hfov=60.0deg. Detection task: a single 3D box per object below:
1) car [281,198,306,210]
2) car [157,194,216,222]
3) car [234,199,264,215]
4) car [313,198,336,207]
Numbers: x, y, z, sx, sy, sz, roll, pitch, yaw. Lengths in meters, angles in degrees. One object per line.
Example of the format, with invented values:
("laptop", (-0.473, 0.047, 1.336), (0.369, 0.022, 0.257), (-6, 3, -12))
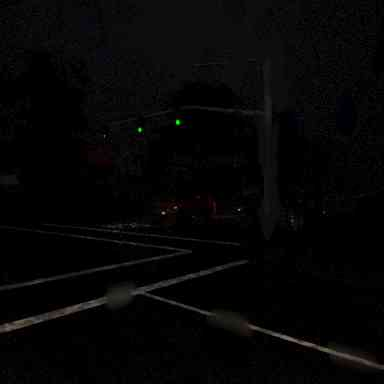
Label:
("car", (13.002, 1.526, 42.338), (1.812, 1.442, 4.674), (0, 0, 41))
("car", (-0.332, 1.221, 27.013), (2.150, 2.045, 5.566), (0, 0, 41))
("car", (6.239, 1.491, 34.559), (2.128, 1.511, 4.902), (0, 0, 41))
("car", (20.057, 1.601, 50.412), (1.895, 1.301, 4.718), (0, 0, 41))
